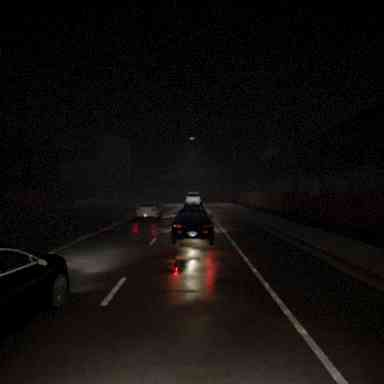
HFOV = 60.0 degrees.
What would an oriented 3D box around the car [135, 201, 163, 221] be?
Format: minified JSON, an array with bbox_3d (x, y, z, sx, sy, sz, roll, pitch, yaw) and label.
[{"bbox_3d":[-3.349,1.450,26.274,1.812,1.442,4.674,0,0,0],"label":"car"}]

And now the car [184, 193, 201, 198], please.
[{"bbox_3d":[0.106,1.089,47.267,2.150,2.045,5.566,0,0,-1],"label":"car"}]

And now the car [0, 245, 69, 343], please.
[{"bbox_3d":[-3.393,1.477,4.793,2.128,1.511,4.902,0,0,0],"label":"car"}]

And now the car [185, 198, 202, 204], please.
[{"bbox_3d":[0.159,1.514,30.638,1.895,1.301,4.718,0,0,0],"label":"car"}]

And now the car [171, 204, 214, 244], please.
[{"bbox_3d":[0.029,1.482,15.456,1.812,1.442,4.674,0,0,0],"label":"car"}]
